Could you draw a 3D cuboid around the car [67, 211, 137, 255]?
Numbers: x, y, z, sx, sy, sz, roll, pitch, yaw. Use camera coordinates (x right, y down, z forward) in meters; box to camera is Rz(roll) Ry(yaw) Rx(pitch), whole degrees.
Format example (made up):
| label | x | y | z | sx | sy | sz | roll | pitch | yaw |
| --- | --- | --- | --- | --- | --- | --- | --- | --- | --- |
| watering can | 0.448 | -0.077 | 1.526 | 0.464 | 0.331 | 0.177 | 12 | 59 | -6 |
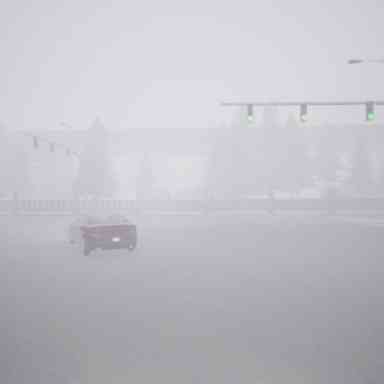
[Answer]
| label | x | y | z | sx | sy | sz | roll | pitch | yaw |
| --- | --- | --- | --- | --- | --- | --- | --- | --- | --- |
| car | -3.850 | 1.520 | 13.779 | 1.882 | 1.535 | 5.008 | 0 | 0 | -29 |
